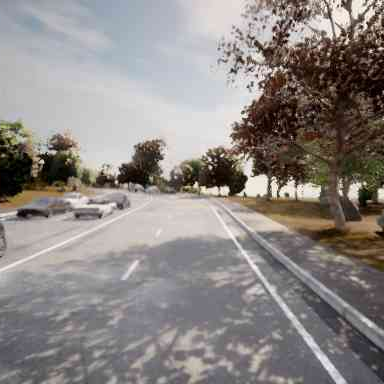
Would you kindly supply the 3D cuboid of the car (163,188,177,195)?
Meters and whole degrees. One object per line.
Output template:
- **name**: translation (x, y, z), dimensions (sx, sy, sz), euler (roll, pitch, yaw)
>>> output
- **car**: translation (-4.615, -0.176, 65.029), dimensions (1.895, 1.301, 4.718), euler (1, 2, -25)

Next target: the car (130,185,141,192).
- **car**: translation (-11.980, -0.802, 72.230), dimensions (1.812, 1.442, 4.674), euler (1, 2, -35)

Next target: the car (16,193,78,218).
- **car**: translation (-10.318, 1.006, 23.776), dimensions (2.033, 1.411, 5.357), euler (1, 2, 0)

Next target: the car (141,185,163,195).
- **car**: translation (-7.592, -0.279, 63.090), dimensions (1.812, 1.442, 4.674), euler (1, 2, -25)

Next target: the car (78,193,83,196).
- **car**: translation (-10.309, 0.811, 28.700), dimensions (1.812, 1.442, 4.674), euler (1, 2, 1)

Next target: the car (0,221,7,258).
- **car**: translation (-7.039, 1.215, 8.850), dimensions (2.097, 1.767, 4.553), euler (1, 1, 1)

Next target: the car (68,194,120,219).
- **car**: translation (-6.820, 1.093, 23.719), dimensions (1.895, 1.301, 4.718), euler (1, 2, 0)

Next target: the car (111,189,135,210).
- **car**: translation (-6.781, 0.793, 30.261), dimensions (1.812, 1.442, 4.674), euler (1, 2, 1)

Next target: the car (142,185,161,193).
- **car**: translation (-8.993, -0.745, 74.055), dimensions (2.128, 1.511, 4.902), euler (1, 2, -35)
